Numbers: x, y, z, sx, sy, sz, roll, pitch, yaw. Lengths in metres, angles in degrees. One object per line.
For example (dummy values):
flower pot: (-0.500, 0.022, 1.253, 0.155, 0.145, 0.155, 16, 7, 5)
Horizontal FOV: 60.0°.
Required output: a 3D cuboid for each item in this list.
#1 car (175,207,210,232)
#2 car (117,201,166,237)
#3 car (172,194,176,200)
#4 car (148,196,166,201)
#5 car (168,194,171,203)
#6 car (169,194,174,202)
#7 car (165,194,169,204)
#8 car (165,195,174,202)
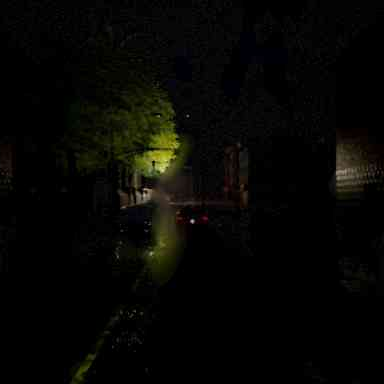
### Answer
car: (0.041, 1.564, 20.139, 1.994, 1.385, 4.181, 0, 0, 0)
car: (-2.772, 1.477, 18.383, 1.882, 1.535, 5.008, 0, 0, 1)
car: (-5.643, 1.394, 78.203, 2.192, 1.841, 5.009, 1, 0, 0)
car: (-5.467, 1.569, 49.266, 2.008, 1.369, 4.403, 1, 0, 0)
car: (-5.531, 1.602, 61.852, 1.947, 1.339, 4.313, 1, 0, 0)
car: (-5.610, 1.644, 72.752, 1.802, 1.307, 4.206, 1, 0, 0)
car: (-5.491, 1.578, 56.402, 2.008, 1.369, 4.403, 1, 0, 0)
car: (-5.685, 1.538, 83.652, 1.967, 1.590, 4.097, 1, 0, 0)
